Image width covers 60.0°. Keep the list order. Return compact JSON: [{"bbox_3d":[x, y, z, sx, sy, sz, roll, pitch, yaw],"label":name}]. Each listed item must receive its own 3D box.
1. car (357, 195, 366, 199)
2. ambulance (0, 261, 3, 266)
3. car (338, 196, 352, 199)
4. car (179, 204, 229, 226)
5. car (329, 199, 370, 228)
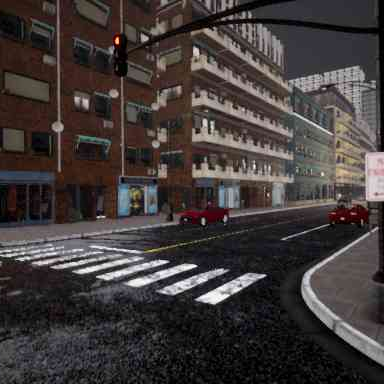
[{"bbox_3d":[36.632,1.292,71.444,1.802,1.307,4.206,-1,0,36],"label":"car"},{"bbox_3d":[-7.603,1.035,6.651,2.351,2.431,6.366,0,0,36],"label":"ambulance"},{"bbox_3d":[26.541,1.346,57.703,1.947,1.339,4.313,-1,0,36],"label":"car"},{"bbox_3d":[0.914,1.514,23.021,1.887,1.381,4.507,-1,0,36],"label":"car"},{"bbox_3d":[9.839,1.371,20.625,1.887,1.381,4.507,-1,0,36],"label":"car"}]
